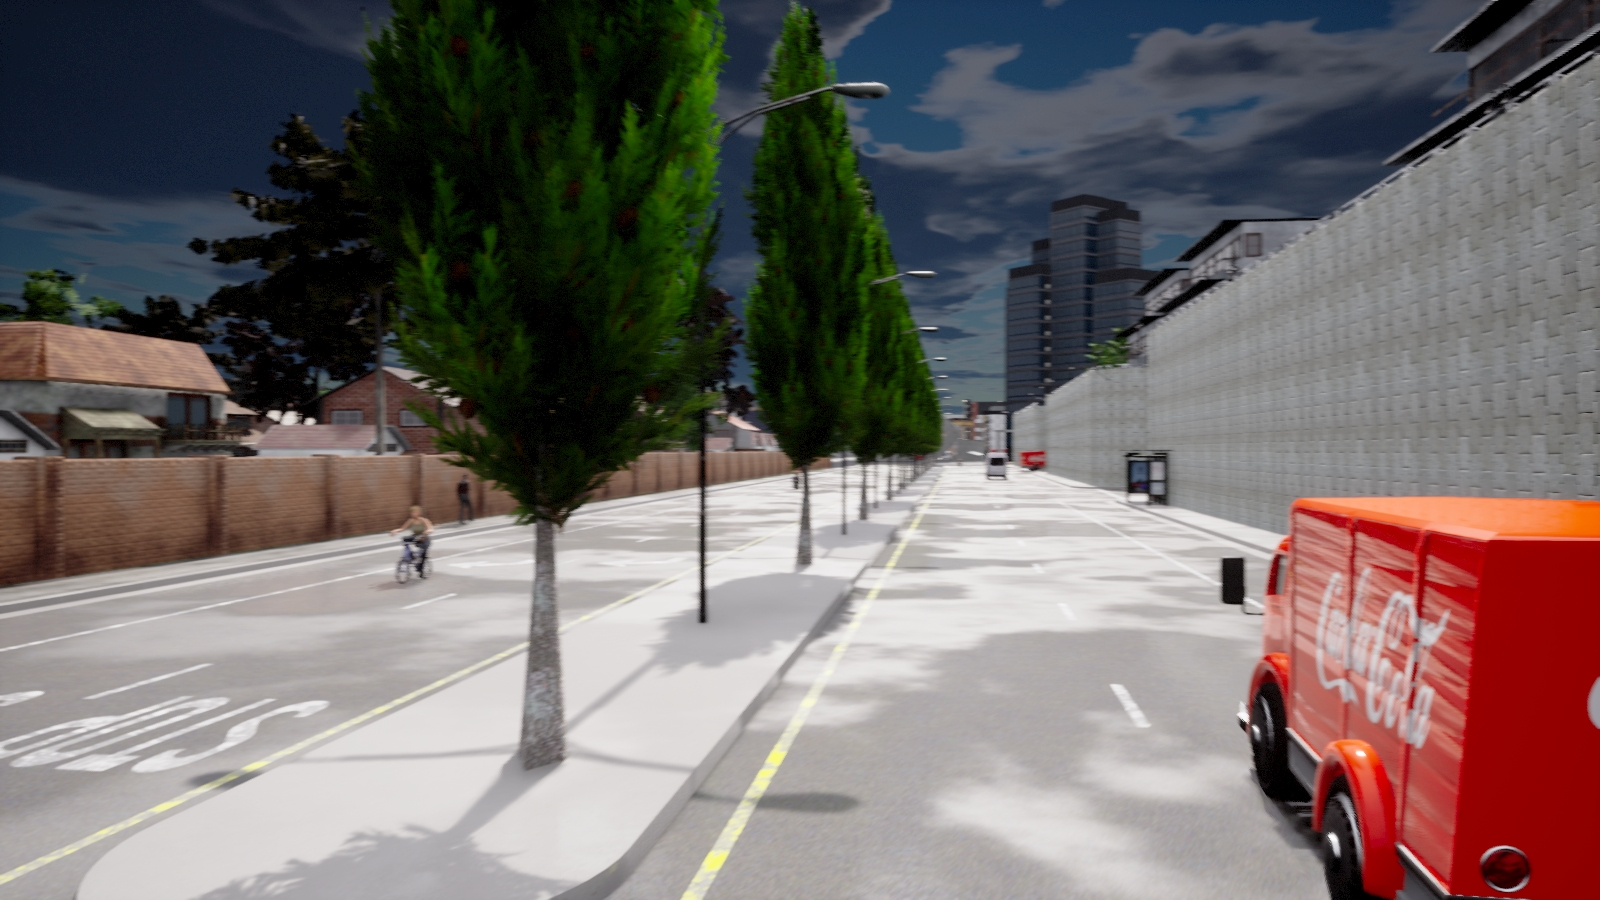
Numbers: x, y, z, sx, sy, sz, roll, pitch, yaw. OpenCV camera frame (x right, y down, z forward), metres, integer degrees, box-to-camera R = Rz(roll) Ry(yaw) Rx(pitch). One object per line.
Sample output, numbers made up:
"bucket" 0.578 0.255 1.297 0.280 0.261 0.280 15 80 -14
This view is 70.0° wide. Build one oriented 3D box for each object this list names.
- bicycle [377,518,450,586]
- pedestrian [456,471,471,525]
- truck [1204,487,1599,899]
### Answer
"bicycle" -8.133 2.131 24.105 0.859 1.301 1.487 0 0 8
"pedestrian" -11.758 1.678 39.934 0.375 1.860 0.375 0 0 8
"truck" 4.560 1.574 7.627 2.627 2.467 5.204 0 0 9
